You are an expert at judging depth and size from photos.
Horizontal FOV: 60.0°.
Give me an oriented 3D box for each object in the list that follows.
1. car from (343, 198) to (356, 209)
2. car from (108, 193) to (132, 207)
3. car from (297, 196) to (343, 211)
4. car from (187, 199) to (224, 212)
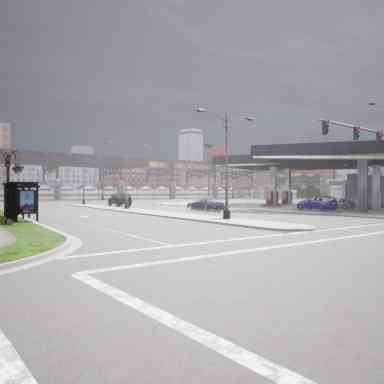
[{"bbox_3d":[18.617,1.456,42.259,1.970,1.475,3.806,0,0,-35],"label":"car"},{"bbox_3d":[-11.347,1.222,52.236,2.150,2.045,5.566,0,0,-35],"label":"car"},{"bbox_3d":[14.343,1.295,38.345,2.242,1.667,4.611,0,0,-35],"label":"car"},{"bbox_3d":[1.560,1.547,39.853,2.033,1.411,5.357,0,0,-35],"label":"car"}]
